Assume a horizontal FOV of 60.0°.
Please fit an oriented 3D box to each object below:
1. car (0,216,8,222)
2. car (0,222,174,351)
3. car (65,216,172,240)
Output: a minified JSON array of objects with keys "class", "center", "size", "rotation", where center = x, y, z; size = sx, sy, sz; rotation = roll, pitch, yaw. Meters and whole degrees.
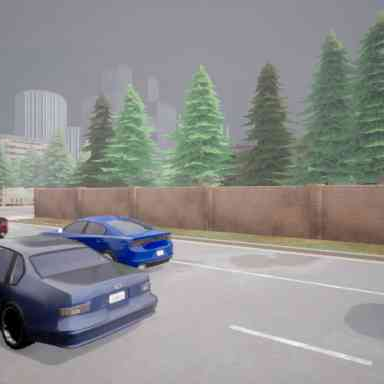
[{"class":"car","center":[-10.795,1.478,15.975],"size":[5.008,1.535,1.882],"rotation":[0,0,35]},{"class":"car","center":[-3.118,1.547,6.205],"size":[5.357,1.411,2.033],"rotation":[0,0,35]},{"class":"car","center":[-2.867,1.478,10.331],"size":[5.008,1.535,1.882],"rotation":[0,0,35]}]
